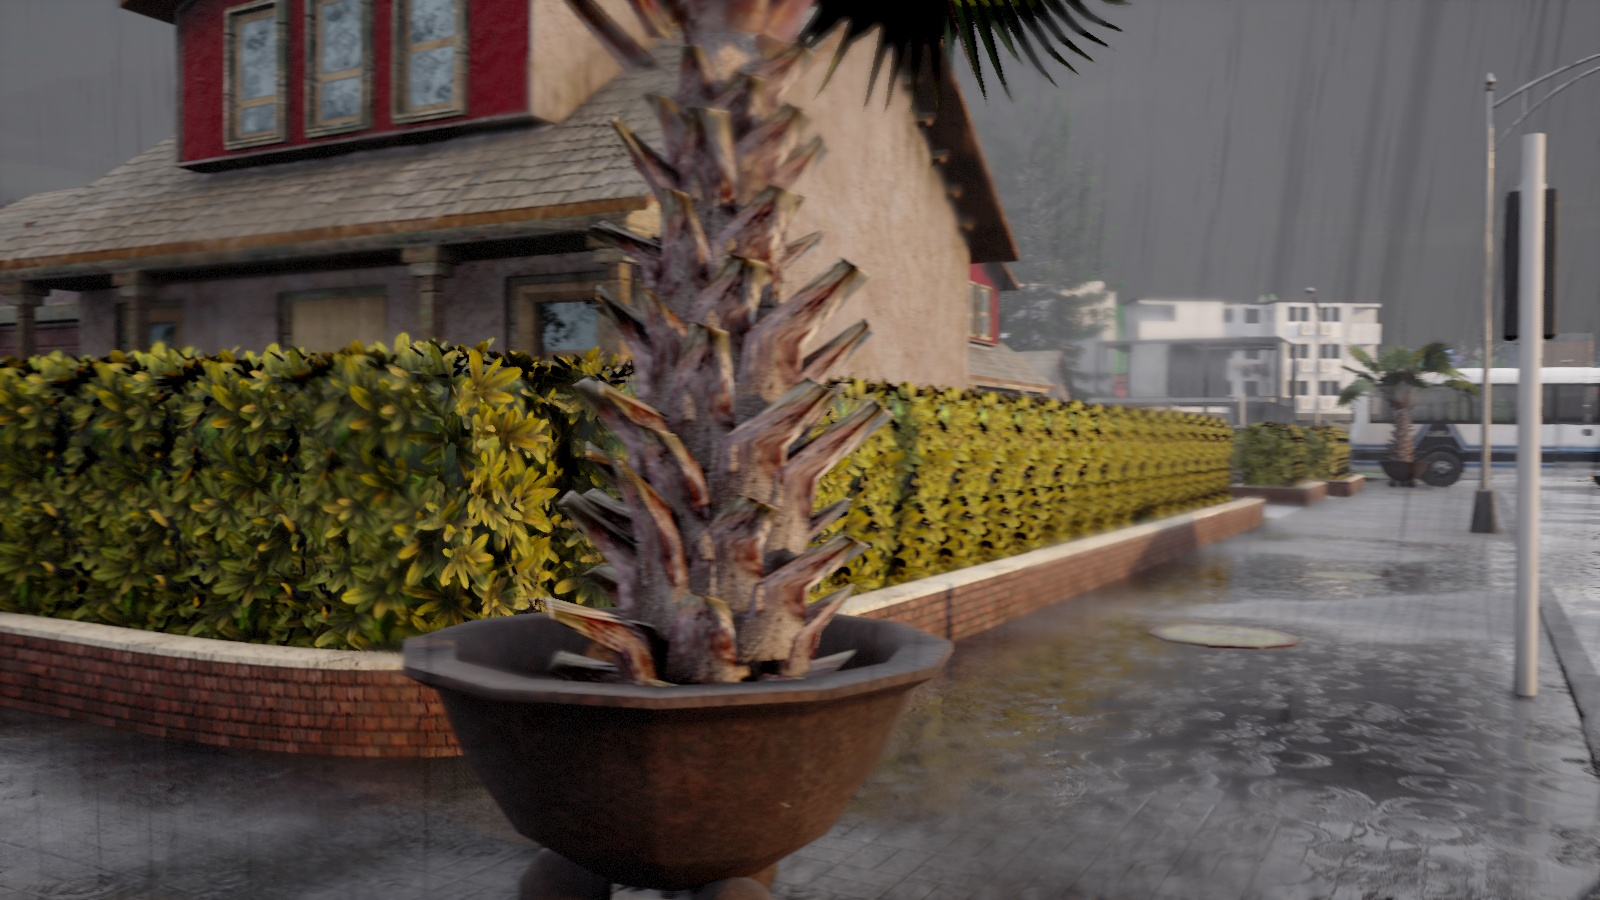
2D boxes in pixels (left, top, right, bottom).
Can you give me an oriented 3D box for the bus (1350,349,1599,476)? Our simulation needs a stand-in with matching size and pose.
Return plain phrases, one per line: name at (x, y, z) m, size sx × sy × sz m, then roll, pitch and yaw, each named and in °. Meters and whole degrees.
bus at (25.355, -1.337, 44.784) m, size 10.273 × 4.253 × 3.944 m, roll -1°, pitch 2°, yaw 20°
